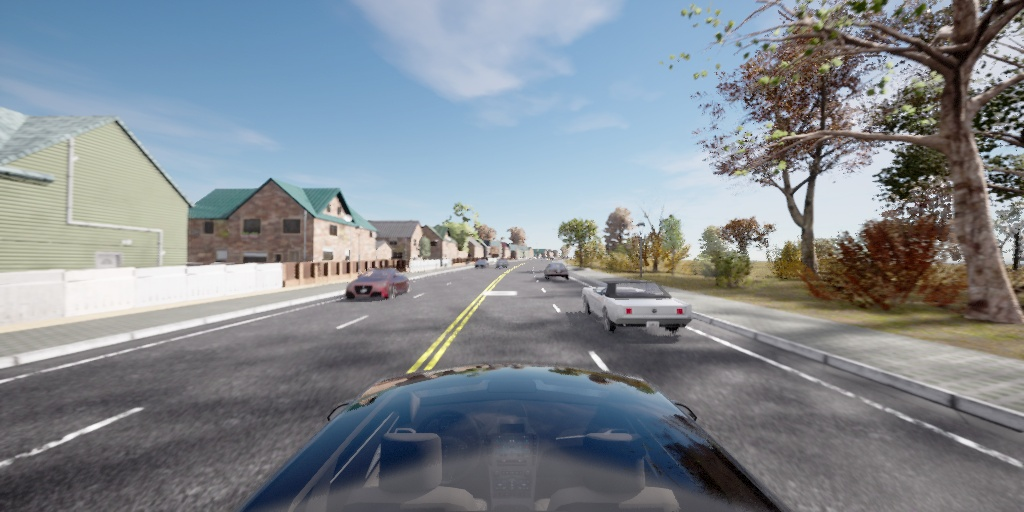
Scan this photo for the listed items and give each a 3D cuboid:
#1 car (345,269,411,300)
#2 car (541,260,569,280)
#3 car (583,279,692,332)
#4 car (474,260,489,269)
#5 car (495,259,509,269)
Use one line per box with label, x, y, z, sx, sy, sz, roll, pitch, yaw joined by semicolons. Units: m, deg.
car;-6.418;1.318;17.566;1.994;1.385;4.181;0;0;1
car;3.859;1.301;31.378;2.033;1.411;5.357;0;0;2
car;3.414;1.355;10.839;1.895;1.301;4.718;0;0;1
car;-4.793;1.308;57.688;2.033;1.411;5.357;0;0;4
car;-1.557;1.249;57.439;2.128;1.511;4.902;0;0;4
